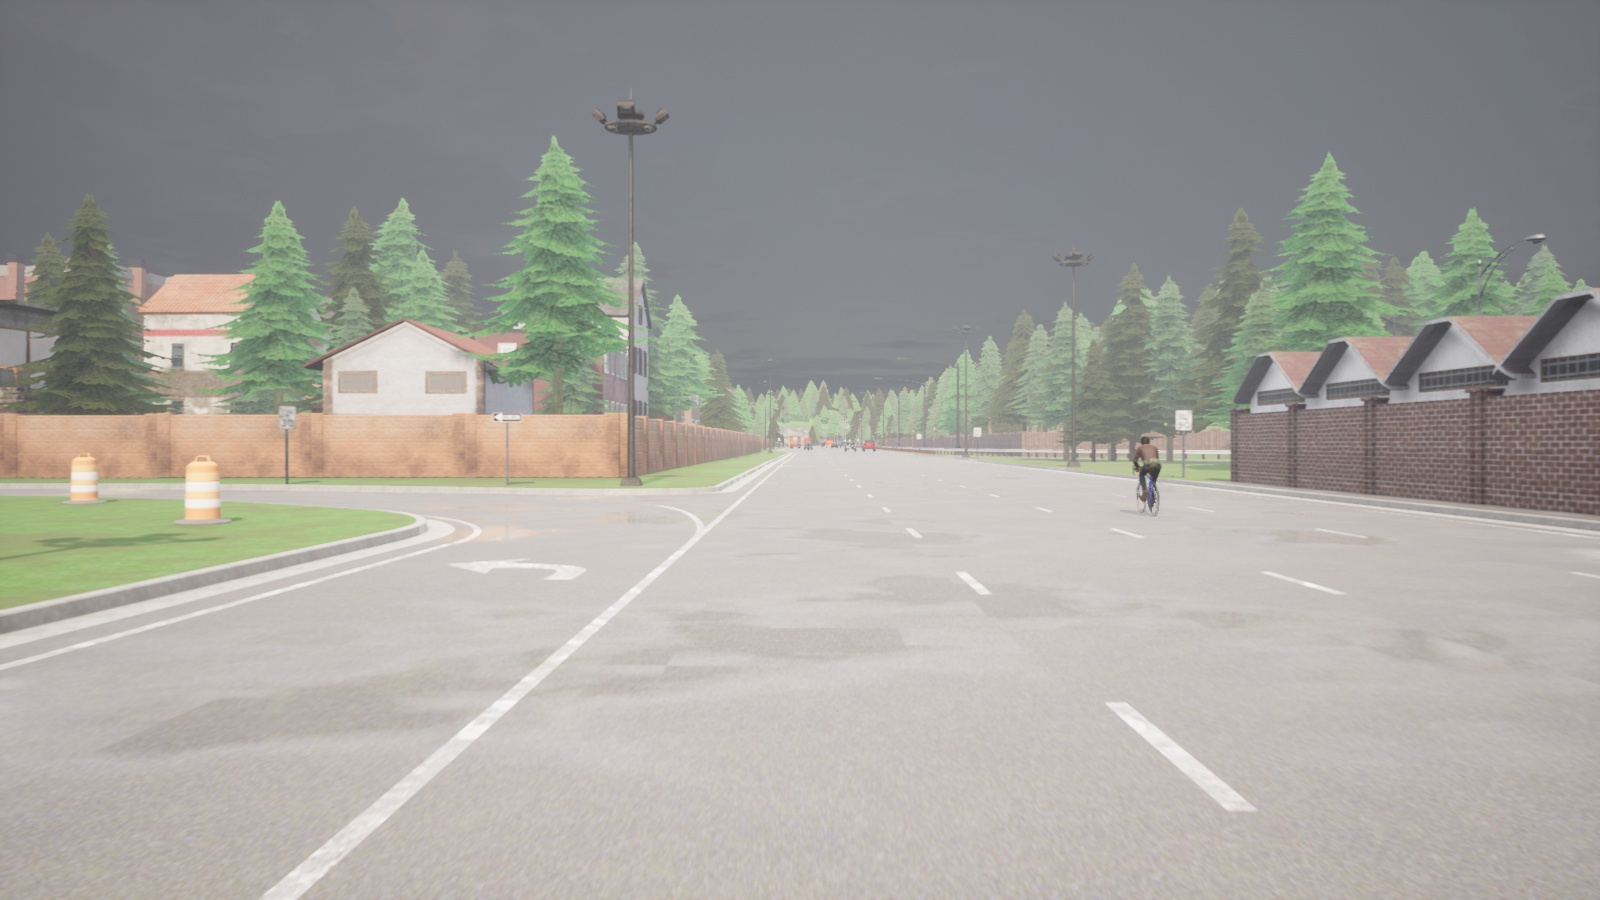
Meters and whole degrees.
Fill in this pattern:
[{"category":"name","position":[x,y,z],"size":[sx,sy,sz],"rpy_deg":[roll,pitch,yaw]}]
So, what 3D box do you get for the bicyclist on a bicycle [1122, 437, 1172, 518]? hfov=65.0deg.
[{"category":"bicyclist on a bicycle","position":[7.163,0.559,25.971],"size":[0.582,1.620,1.656],"rpy_deg":[0,0,0]}]
